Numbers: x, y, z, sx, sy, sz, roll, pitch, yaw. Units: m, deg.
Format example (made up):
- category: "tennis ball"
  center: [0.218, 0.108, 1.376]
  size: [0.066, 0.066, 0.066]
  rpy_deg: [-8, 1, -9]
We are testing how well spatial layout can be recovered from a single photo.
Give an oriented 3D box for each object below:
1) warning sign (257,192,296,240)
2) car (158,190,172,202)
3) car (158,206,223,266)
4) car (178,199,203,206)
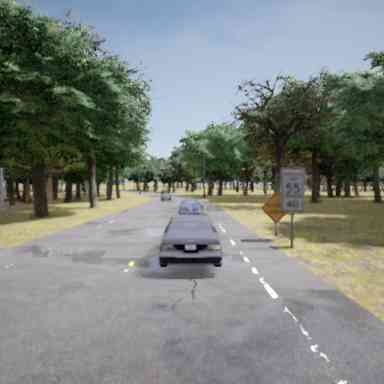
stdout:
- category: "warning sign"
  center: [3.504, 0.952, 13.872]
  size: [1.300, 1.860, 1.060]
  rpy_deg: [1, 2, 0]
- category: "car"
  center: [-4.430, 0.858, 57.340]
  size: [1.812, 1.442, 4.674]
  rpy_deg: [0, 1, -3]
- category: "car"
  center: [-0.033, 1.419, 10.958]
  size: [2.033, 1.411, 5.357]
  rpy_deg: [0, 1, 0]
- category: "car"
  center: [-0.104, 1.241, 25.967]
  size: [2.033, 1.411, 5.357]
  rpy_deg: [0, 1, 0]
